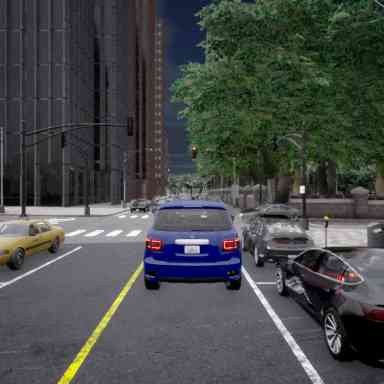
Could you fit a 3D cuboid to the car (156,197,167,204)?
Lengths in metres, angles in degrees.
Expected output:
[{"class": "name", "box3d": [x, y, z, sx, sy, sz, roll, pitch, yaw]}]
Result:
[{"class": "car", "box3d": [-5.933, 1.627, 65.156, 1.802, 1.307, 4.206, 0, 0, 0]}]

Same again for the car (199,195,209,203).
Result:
[{"class": "car", "box3d": [2.578, 1.491, 70.642, 1.967, 1.590, 4.097, 0, 0, 0]}]

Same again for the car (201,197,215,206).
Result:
[{"class": "car", "box3d": [2.621, 1.583, 54.272, 2.008, 1.369, 4.403, 0, 0, 0]}]

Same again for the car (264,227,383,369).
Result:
[{"class": "car", "box3d": [2.749, 1.566, 5.725, 1.947, 1.339, 4.313, 0, 0, 0]}]

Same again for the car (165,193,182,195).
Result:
[{"class": "car", "box3d": [-3.230, 1.385, 56.136, 2.097, 1.767, 4.553, 0, 0, 0]}]

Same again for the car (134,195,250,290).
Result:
[{"class": "car", "box3d": [0.050, 1.222, 9.218, 2.150, 2.045, 5.566, 0, 0, 1]}]

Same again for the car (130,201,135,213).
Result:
[{"class": "car", "box3d": [-5.861, 1.579, 37.872, 1.947, 1.339, 4.313, 0, 0, 0]}]

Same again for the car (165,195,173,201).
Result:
[{"class": "car", "box3d": [-5.990, 1.617, 86.984, 1.887, 1.381, 4.507, 0, 0, 0]}]

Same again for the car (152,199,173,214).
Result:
[{"class": "car", "box3d": [-3.234, 1.538, 36.779, 1.812, 1.442, 4.674, 0, 0, 1]}]

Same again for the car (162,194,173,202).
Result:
[{"class": "car", "box3d": [-5.976, 1.380, 81.528, 2.192, 1.841, 5.009, 0, 0, 0]}]

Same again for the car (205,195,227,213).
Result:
[{"class": "car", "box3d": [2.664, 1.328, 37.903, 2.192, 1.841, 5.009, 0, 0, 0]}]

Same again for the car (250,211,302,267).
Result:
[{"class": "car", "box3d": [2.734, 1.551, 11.238, 2.008, 1.369, 4.403, 0, 0, 0]}]

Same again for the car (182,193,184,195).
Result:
[{"class": "car", "box3d": [-3.185, 1.542, 69.110, 2.128, 1.511, 4.902, 0, 0, 0]}]

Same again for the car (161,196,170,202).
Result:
[{"class": "car", "box3d": [-5.961, 1.640, 76.071, 1.802, 1.307, 4.206, 0, 0, 0]}]

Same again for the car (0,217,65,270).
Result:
[{"class": "car", "box3d": [-5.790, 1.526, 11.037, 1.752, 1.417, 4.829, 0, 0, 0]}]

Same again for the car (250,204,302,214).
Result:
[{"class": "car", "box3d": [5.917, 1.637, 24.935, 4.902, 1.511, 2.128, 1, 0, -13]}]

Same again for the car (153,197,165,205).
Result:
[{"class": "car", "box3d": [-5.918, 1.620, 59.699, 1.802, 1.307, 4.206, 0, 0, 0]}]

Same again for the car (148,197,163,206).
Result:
[{"class": "car", "box3d": [-5.904, 1.582, 54.242, 2.008, 1.369, 4.403, 0, 0, 0]}]

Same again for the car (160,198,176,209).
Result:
[{"class": "car", "box3d": [-3.218, 1.548, 45.929, 1.812, 1.442, 4.674, 0, 0, 0]}]

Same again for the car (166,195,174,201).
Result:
[{"class": "car", "box3d": [-6.004, 1.626, 92.442, 1.887, 1.381, 4.507, 0, 0, 0]}]

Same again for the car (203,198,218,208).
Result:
[{"class": "car", "box3d": [2.635, 1.591, 48.816, 1.947, 1.339, 4.313, 0, 0, 0]}]

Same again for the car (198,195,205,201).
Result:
[{"class": "car", "box3d": [2.535, 1.598, 87.181, 1.752, 1.417, 4.829, 0, 0, 0]}]
